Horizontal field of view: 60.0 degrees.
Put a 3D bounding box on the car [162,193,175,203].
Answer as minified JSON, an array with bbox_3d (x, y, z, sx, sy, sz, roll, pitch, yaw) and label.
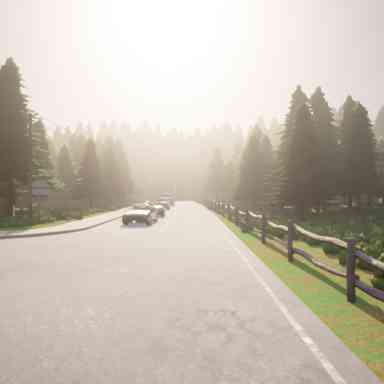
[{"bbox_3d":[-4.237,1.023,60.632,2.097,1.767,4.553,0,0,-2],"label":"car"}]

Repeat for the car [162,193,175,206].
[{"bbox_3d":[-4.095,1.229,55.384,2.150,2.045,5.566,0,1,-2],"label":"car"}]

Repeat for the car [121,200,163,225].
[{"bbox_3d":[-3.654,1.550,24.250,2.033,1.411,5.357,0,0,2],"label":"car"}]

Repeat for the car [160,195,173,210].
[{"bbox_3d":[-3.825,1.517,42.772,1.837,1.490,4.892,0,0,-2],"label":"car"}]

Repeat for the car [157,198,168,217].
[{"bbox_3d":[-3.538,1.567,31.041,1.994,1.385,4.181,0,0,-2],"label":"car"}]
